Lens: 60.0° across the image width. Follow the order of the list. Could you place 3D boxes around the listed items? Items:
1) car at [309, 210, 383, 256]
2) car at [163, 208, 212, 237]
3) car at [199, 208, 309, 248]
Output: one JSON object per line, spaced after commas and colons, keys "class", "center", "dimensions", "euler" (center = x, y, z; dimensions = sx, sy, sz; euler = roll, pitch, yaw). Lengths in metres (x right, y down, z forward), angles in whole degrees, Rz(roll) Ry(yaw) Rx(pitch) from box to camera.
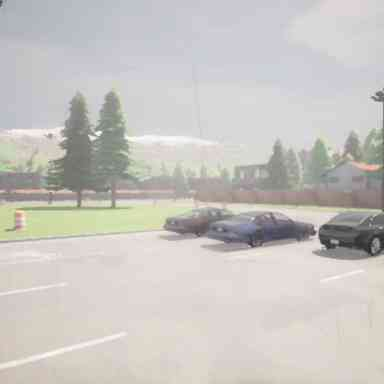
{"class": "car", "center": [7.009, 1.497, 13.106], "dimensions": [4.892, 1.490, 1.837], "euler": [-1, 0, -35]}
{"class": "car", "center": [1.114, 1.540, 17.589], "dimensions": [5.357, 1.411, 2.033], "euler": [0, 0, -35]}
{"class": "car", "center": [3.170, 1.540, 14.696], "dimensions": [5.357, 1.411, 2.033], "euler": [0, 0, -35]}
